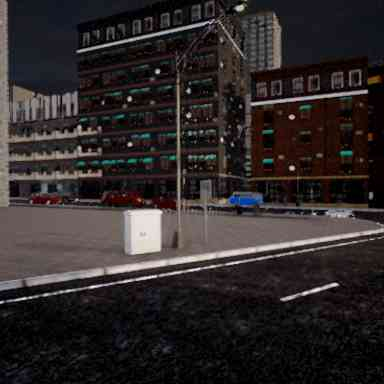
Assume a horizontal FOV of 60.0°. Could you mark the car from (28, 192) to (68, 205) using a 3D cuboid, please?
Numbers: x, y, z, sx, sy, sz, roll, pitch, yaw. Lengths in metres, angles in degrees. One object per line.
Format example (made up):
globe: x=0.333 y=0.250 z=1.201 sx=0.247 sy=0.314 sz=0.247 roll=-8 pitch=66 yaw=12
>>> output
car: x=-17.735 y=0.837 z=40.212 sx=4.507 sy=1.381 sz=1.887 roll=1 pitch=0 yaw=24

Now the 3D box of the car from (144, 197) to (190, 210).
car: x=-2.235 y=1.142 z=33.476 sx=4.206 sy=1.307 sz=1.802 roll=1 pitch=0 yaw=24

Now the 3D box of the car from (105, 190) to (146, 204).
car: x=-9.127 y=0.645 z=45.612 sx=5.009 sy=1.841 sz=2.192 roll=1 pitch=0 yaw=24

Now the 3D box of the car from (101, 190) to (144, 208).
car: x=-7.395 y=0.787 z=35.723 sx=5.009 sy=1.841 sz=2.192 roll=1 pitch=0 yaw=24

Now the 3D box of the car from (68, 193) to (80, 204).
car: x=-16.608 y=0.768 z=42.554 sx=4.902 sy=1.511 sz=2.128 roll=1 pitch=1 yaw=24

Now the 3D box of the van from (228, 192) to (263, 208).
van: x=6.368 y=0.935 z=38.879 sx=3.998 sy=1.788 sz=1.690 roll=1 pitch=0 yaw=24
